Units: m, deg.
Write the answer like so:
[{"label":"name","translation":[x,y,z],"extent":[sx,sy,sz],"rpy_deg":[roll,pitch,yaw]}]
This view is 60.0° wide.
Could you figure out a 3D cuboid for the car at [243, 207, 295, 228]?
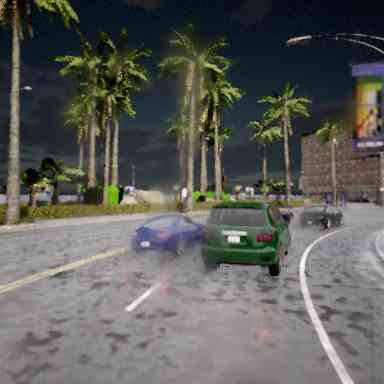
[{"label":"car","translation":[5.822,1.822,24.765],"extent":[1.895,1.301,4.718],"rpy_deg":[0,-1,40]}]

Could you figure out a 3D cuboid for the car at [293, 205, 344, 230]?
[{"label":"car","translation":[9.133,1.713,23.269],"extent":[1.837,1.490,4.892],"rpy_deg":[-1,0,40]}]

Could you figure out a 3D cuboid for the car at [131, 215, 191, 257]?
[{"label":"car","translation":[-0.738,1.648,13.578],"extent":[1.812,1.442,4.674],"rpy_deg":[0,0,22]}]

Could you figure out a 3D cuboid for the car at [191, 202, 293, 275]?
[{"label":"car","translation":[1.994,1.323,11.114],"extent":[2.150,2.045,5.566],"rpy_deg":[0,0,20]}]
